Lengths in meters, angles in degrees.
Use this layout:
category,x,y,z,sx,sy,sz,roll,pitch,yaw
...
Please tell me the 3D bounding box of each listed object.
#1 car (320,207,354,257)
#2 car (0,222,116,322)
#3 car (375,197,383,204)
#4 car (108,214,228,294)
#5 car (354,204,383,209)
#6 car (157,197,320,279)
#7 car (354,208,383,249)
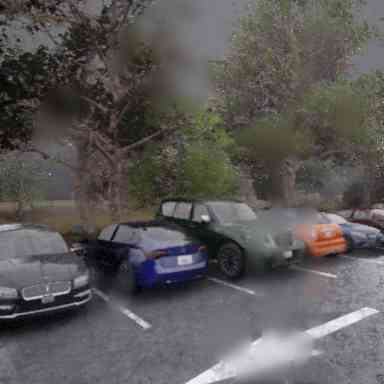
category,x,y,z,sx,sy,sz,roll,pitch,yaw
car,3.073,1.336,12.209,2.185,1.767,4.553,0,0,-35
car,-3.752,1.479,7.391,2.231,1.521,4.892,0,0,-35
car,9.877,1.315,17.056,2.185,1.767,4.553,0,0,-35
car,-1.499,1.503,9.024,2.163,1.488,4.792,0,0,-35
car,7.594,1.448,15.462,2.097,1.535,5.008,0,0,-35
car,0.804,1.217,10.595,2.435,2.045,5.566,0,0,-35
car,5.322,1.495,13.853,2.002,1.452,4.674,0,0,-35
